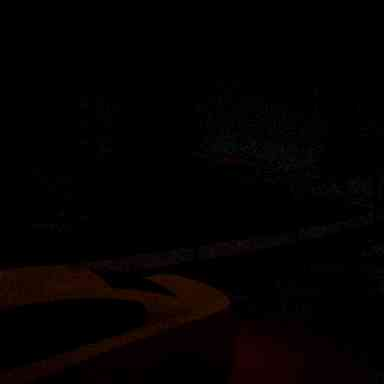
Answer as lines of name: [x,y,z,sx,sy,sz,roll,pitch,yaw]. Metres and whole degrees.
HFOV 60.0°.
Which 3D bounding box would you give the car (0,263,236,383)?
car: [-1.846,1.488,2.847,5.008,1.535,1.882,0,0,-37]
